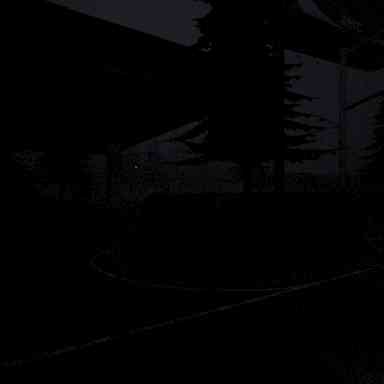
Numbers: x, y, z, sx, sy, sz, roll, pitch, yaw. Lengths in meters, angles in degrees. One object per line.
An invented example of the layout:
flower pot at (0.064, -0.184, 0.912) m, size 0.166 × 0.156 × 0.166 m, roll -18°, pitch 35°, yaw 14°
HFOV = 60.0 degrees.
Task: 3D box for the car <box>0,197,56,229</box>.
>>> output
car at (-11.854, 1.313, 23.546) m, size 3.866 × 1.878 × 1.905 m, roll 0°, pitch 0°, yaw -36°
